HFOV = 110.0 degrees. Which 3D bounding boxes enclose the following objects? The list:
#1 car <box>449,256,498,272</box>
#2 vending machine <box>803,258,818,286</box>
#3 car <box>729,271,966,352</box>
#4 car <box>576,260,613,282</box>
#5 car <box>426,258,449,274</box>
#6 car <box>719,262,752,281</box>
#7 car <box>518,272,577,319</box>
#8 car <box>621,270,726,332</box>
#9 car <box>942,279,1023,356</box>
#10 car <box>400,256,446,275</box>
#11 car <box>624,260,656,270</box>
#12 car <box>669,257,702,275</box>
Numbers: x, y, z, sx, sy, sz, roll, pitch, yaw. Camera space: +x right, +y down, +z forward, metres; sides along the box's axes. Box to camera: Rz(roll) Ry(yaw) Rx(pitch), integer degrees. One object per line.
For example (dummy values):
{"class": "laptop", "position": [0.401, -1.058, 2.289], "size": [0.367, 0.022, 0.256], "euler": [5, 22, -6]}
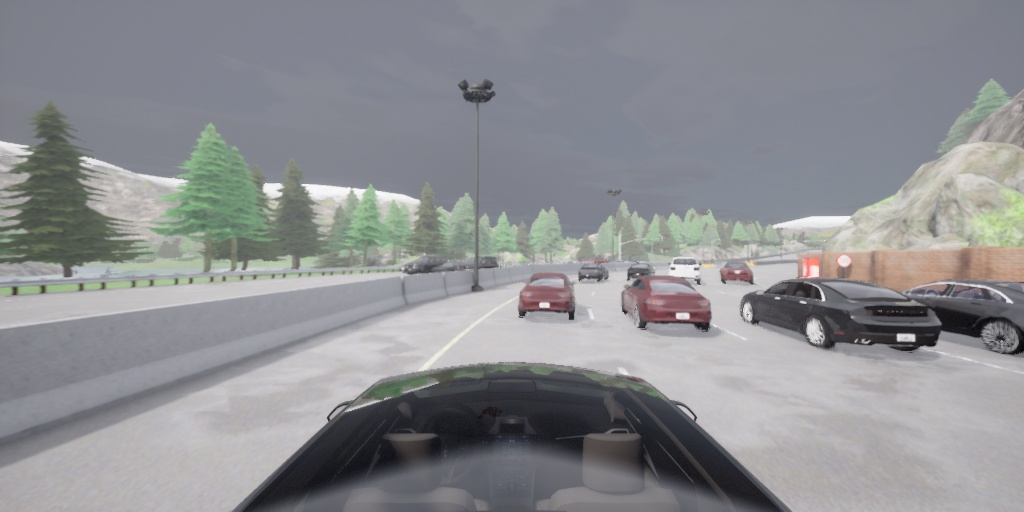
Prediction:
{"class": "car", "position": [-3.219, 1.032, 33.820], "size": [2.150, 2.045, 5.566], "euler": [0, 0, 25]}
{"class": "vending machine", "position": [21.893, 1.125, 26.158], "size": [1.100, 2.100, 0.880], "euler": [0, 0, 28]}
{"class": "car", "position": [7.810, 1.316, 9.221], "size": [1.837, 1.490, 4.892], "euler": [0, 0, 7]}
{"class": "car", "position": [6.958, 1.350, 30.342], "size": [2.128, 1.511, 4.902], "euler": [0, 0, 25]}
{"class": "car", "position": [-6.007, 1.279, 36.020], "size": [1.882, 1.535, 5.008], "euler": [0, 0, 26]}
{"class": "car", "position": [17.992, 1.267, 28.885], "size": [2.097, 1.767, 4.553], "euler": [0, 0, 28]}
{"class": "car", "position": [1.348, 1.311, 12.973], "size": [1.812, 1.442, 4.674], "euler": [0, 0, 9]}
{"class": "car", "position": [4.567, 1.324, 11.126], "size": [1.812, 1.442, 4.674], "euler": [0, 0, 9]}
{"class": "car", "position": [11.266, 1.320, 8.778], "size": [2.128, 1.511, 4.902], "euler": [0, 0, 7]}
{"class": "car", "position": [-8.918, 1.015, 38.060], "size": [2.150, 2.045, 5.566], "euler": [0, -1, 26]}
{"class": "car", "position": [11.370, 1.362, 31.342], "size": [1.882, 1.535, 5.008], "euler": [0, 0, 28]}
{"class": "car", "position": [13.869, 1.113, 28.720], "size": [2.150, 2.045, 5.566], "euler": [0, 0, 27]}
